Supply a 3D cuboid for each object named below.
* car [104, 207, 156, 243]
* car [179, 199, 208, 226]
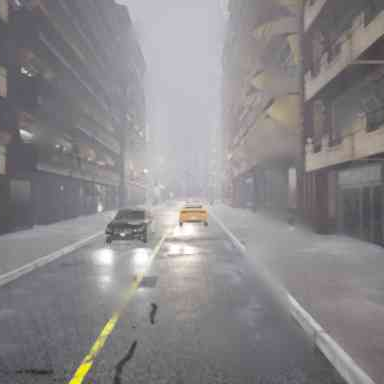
[{"bbox_3d":[-2.856,1.512,16.121,1.837,1.490,4.892,0,0,0],"label":"car"},{"bbox_3d":[0.090,1.490,23.751,1.882,1.535,5.008,0,0,0],"label":"car"}]
